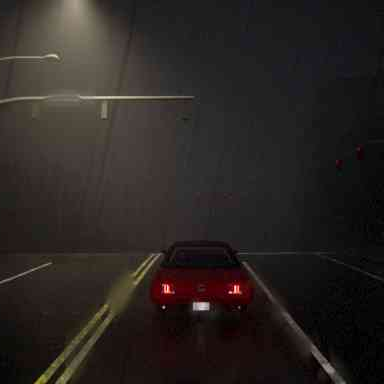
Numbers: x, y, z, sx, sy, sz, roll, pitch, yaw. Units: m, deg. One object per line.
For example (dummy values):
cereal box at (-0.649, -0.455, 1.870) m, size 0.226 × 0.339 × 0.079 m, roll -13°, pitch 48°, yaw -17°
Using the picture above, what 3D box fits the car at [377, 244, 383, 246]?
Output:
car at (17.318, 4.594, 26.730) m, size 4.902 × 1.511 × 2.128 m, roll 4°, pitch -10°, yaw 1°

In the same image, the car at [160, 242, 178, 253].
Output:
car at (-2.908, 7.137, 42.876) m, size 1.895 × 1.301 × 4.718 m, roll 0°, pitch -10°, yaw 1°

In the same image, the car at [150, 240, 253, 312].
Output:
car at (0.197, 1.830, 8.190) m, size 1.895 × 1.301 × 4.718 m, roll 0°, pitch -2°, yaw 1°
